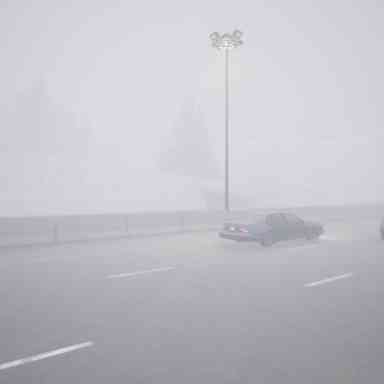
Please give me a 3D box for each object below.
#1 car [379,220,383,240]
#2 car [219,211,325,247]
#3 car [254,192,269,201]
[{"bbox_3d":[10.555,1.540,15.577,4.674,1.442,1.812,0,0,-36],"label":"car"},{"bbox_3d":[3.705,1.557,15.019,5.357,1.411,2.033,0,0,-35],"label":"car"},{"bbox_3d":[17.847,1.079,85.581,2.150,2.045,5.566,0,2,-10],"label":"car"}]
